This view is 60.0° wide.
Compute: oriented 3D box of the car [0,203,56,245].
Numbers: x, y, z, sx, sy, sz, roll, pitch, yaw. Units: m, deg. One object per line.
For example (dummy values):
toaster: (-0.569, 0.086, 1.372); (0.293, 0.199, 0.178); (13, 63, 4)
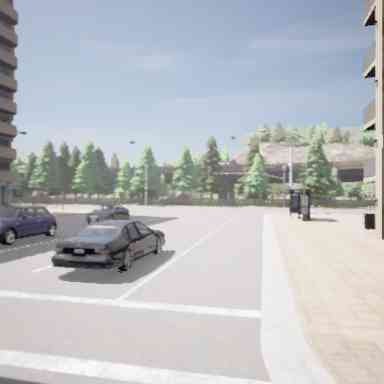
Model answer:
car: (-8.686, 1.463, 16.190); (2.097, 1.767, 4.553); (0, -1, 12)

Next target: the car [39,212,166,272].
car: (-2.475, 1.652, 11.306); (2.033, 1.411, 5.357); (0, -1, 12)

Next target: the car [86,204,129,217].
car: (-6.533, 1.721, 26.173); (2.128, 1.511, 4.902); (0, -1, 12)
